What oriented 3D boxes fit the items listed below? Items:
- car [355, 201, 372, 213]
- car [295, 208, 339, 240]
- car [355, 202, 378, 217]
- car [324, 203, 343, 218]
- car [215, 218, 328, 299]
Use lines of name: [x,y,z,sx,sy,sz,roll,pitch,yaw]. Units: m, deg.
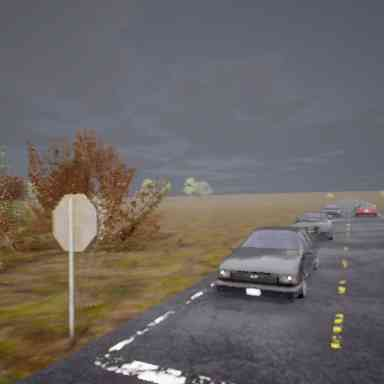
car: [22.559,1.954,43.948,1.895,1.301,4.718,-2,-1,26]
car: [6.691,1.763,18.119,1.994,1.385,4.181,-2,-1,26]
car: [18.065,1.836,34.512,1.994,1.385,4.181,-2,-1,27]
car: [14.459,1.882,34.186,2.033,1.411,5.357,-2,-1,26]
car: [2.392,1.671,9.186,2.033,1.411,5.357,-2,-1,26]
